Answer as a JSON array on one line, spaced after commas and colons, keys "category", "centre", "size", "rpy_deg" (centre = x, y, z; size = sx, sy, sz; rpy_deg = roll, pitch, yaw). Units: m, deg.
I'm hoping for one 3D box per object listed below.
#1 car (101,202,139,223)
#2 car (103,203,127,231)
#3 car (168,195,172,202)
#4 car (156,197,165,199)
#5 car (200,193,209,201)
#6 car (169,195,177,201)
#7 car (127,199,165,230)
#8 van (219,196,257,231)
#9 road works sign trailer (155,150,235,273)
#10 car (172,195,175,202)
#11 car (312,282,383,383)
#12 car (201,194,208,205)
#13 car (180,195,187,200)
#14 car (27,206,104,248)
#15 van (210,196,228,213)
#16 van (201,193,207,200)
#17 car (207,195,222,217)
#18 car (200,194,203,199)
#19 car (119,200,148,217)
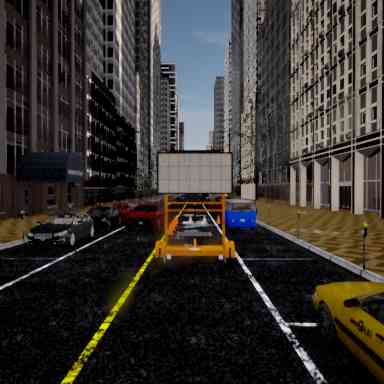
[{"category": "car", "centre": [-5.516, 1.539, 26.045], "size": [1.887, 1.381, 4.507], "rpy_deg": [-1, 0, 0]}, {"category": "car", "centre": [-5.556, 1.561, 20.361], "size": [1.947, 1.339, 4.313], "rpy_deg": [-1, 0, 0]}, {"category": "car", "centre": [-5.278, 1.536, 60.145], "size": [2.008, 1.369, 4.403], "rpy_deg": [-1, 0, 0]}, {"category": "car", "centre": [-5.358, 1.539, 48.779], "size": [2.008, 1.369, 4.403], "rpy_deg": [-1, 0, 0]}, {"category": "car", "centre": [3.298, 1.291, 88.505], "size": [2.192, 1.841, 5.009], "rpy_deg": [-1, 0, 0]}, {"category": "car", "centre": [-5.081, 1.502, 88.393], "size": [1.752, 1.417, 4.829], "rpy_deg": [-1, 0, 0]}, {"category": "car", "centre": [-2.851, 1.472, 21.189], "size": [1.882, 1.535, 5.008], "rpy_deg": [0, 0, 0]}, {"category": "van", "centre": [2.823, 1.336, 20.302], "size": [1.690, 1.788, 3.998], "rpy_deg": [-1, 0, 0]}, {"category": "road works sign trailer", "centre": [0.093, 0.462, 10.701], "size": [2.380, 3.560, 2.880], "rpy_deg": [0, 0, 1]}, {"category": "car", "centre": [-5.199, 1.564, 71.512], "size": [1.802, 1.307, 4.206], "rpy_deg": [-1, 0, 0]}, {"category": "car", "centre": [2.707, 1.524, 3.422], "size": [1.752, 1.417, 4.829], "rpy_deg": [-1, 0, 0]}, {"category": "car", "centre": [3.102, 1.536, 60.087], "size": [2.008, 1.369, 4.403], "rpy_deg": [-1, 0, 0]}, {"category": "car", "centre": [-2.371, 1.501, 90.203], "size": [1.812, 1.442, 4.674], "rpy_deg": [0, 0, 0]}, {"category": "car", "centre": [-5.596, 1.547, 14.677], "size": [2.008, 1.369, 4.403], "rpy_deg": [-1, 0, 0]}, {"category": "van", "centre": [2.941, 1.332, 37.353], "size": [1.690, 1.788, 3.998], "rpy_deg": [-1, 0, 0]}, {"category": "van", "centre": [3.338, 1.315, 94.188], "size": [1.690, 1.788, 3.998], "rpy_deg": [-1, 0, 0]}, {"category": "car", "centre": [2.901, 1.308, 31.670], "size": [2.192, 1.841, 5.009], "rpy_deg": [-1, 0, 0]}, {"category": "car", "centre": [3.258, 1.293, 82.821], "size": [2.192, 1.841, 5.009], "rpy_deg": [-1, 0, 0]}, {"category": "car", "centre": [-5.477, 1.543, 31.728], "size": [2.008, 1.369, 4.403], "rpy_deg": [-1, 0, 0]}]
